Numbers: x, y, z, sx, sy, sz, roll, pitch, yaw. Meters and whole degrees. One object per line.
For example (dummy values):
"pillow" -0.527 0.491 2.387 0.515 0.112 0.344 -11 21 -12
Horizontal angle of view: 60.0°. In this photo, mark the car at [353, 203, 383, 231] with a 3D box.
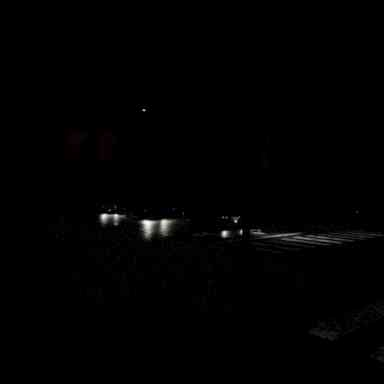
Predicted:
"car" 12.172 1.253 18.851 2.150 2.045 5.566 0 -1 -36

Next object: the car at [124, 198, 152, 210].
"car" -7.571 1.674 46.350 1.837 1.490 4.892 0 0 -36

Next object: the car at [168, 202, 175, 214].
"car" -2.962 1.680 34.357 1.994 1.385 4.181 0 0 -36

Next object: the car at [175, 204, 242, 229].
"car" 1.272 1.554 22.542 2.128 1.511 4.902 0 0 -36

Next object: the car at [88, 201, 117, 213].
"car" -10.451 1.741 38.888 1.895 1.301 4.718 0 0 -36

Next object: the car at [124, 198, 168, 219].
"car" -4.550 1.579 30.652 1.882 1.535 5.008 0 0 -35
